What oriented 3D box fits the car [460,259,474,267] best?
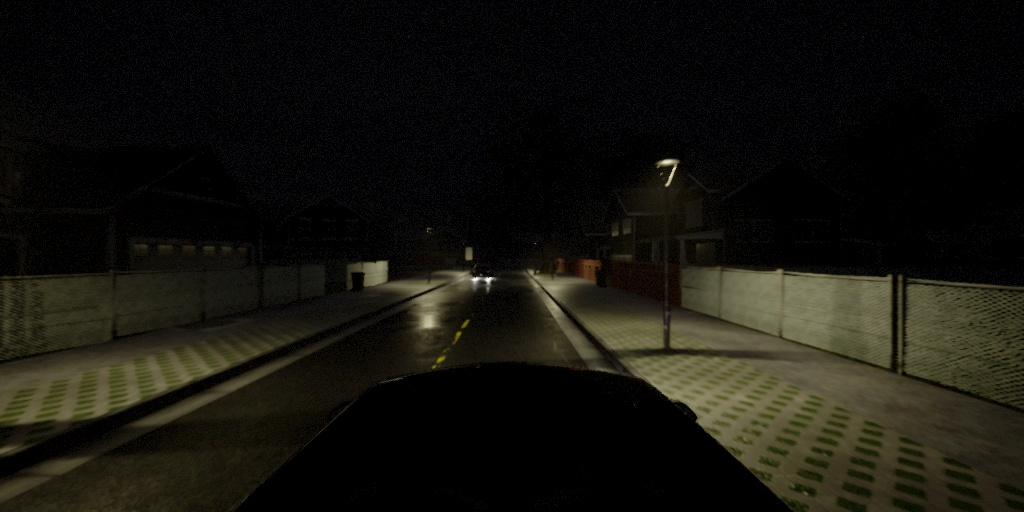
[{"bbox_3d":[-6.369,1.259,62.970,5.357,1.411,2.033,1,0,-20],"label":"car"}]

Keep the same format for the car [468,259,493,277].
[{"bbox_3d":[-2.836,1.322,35.562,2.033,1.411,5.357,0,0,0],"label":"car"}]
